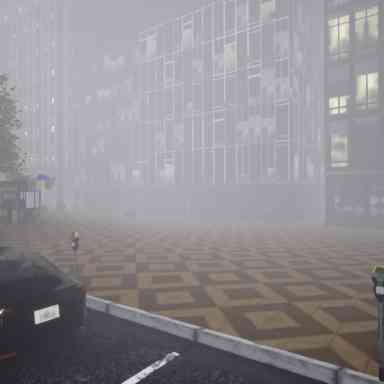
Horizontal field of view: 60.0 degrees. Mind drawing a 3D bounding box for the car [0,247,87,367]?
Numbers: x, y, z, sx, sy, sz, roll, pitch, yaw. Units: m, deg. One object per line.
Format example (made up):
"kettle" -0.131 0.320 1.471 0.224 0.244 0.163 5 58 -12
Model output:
"car" -3.507 1.566 5.371 4.313 1.339 1.947 0 0 35
